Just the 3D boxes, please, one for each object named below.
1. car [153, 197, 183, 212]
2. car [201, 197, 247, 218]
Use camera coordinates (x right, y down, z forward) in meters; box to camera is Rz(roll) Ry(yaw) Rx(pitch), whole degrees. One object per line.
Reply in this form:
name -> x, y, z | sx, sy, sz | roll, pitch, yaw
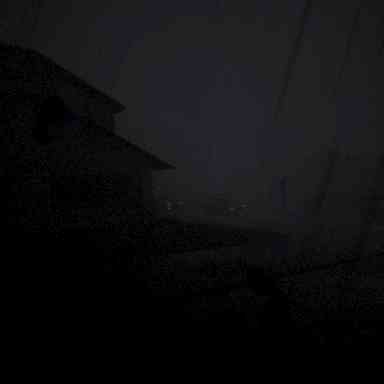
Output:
car -> -2.980, 1.345, 38.536 | 2.097, 1.767, 4.553 | 0, 0, -35
car -> 2.864, 1.344, 30.262 | 2.097, 1.767, 4.553 | 0, 0, -36
